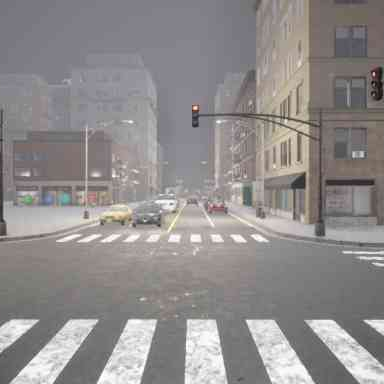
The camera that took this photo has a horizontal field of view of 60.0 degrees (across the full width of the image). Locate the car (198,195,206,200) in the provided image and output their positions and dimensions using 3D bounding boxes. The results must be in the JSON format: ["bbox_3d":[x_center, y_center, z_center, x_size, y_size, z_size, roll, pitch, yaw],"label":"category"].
[{"bbox_3d":[2.742,1.575,92.042,1.947,1.339,4.313,0,0,0],"label":"car"}]

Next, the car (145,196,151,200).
[{"bbox_3d":[-5.342,1.552,41.095,2.008,1.369,4.403,0,0,0],"label":"car"}]

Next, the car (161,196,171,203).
[{"bbox_3d":[-5.309,1.530,69.235,1.752,1.417,4.829,0,0,0],"label":"car"}]

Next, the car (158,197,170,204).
[{"bbox_3d":[-5.316,1.586,63.743,1.802,1.307,4.206,0,0,0],"label":"car"}]

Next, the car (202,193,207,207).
[{"bbox_3d":[2.683,1.317,41.085,2.192,1.841,5.009,0,0,0],"label":"car"}]

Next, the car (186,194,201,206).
[{"bbox_3d":[0.062,1.508,54.044,1.837,1.490,4.892,0,0,0],"label":"car"}]

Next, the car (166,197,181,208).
[{"bbox_3d":[-2.762,1.550,50.386,2.033,1.411,5.357,0,0,0],"label":"car"}]

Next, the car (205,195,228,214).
[{"bbox_3d":[2.677,1.441,35.423,1.967,1.590,4.097,0,0,0],"label":"car"}]

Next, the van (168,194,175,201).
[{"bbox_3d":[-5.290,1.349,86.390,1.690,1.788,3.998,0,0,0],"label":"van"}]

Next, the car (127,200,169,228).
[{"bbox_3d":[-2.823,1.505,22.328,1.837,1.490,4.892,0,0,0],"label":"car"}]

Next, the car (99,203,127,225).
[{"bbox_3d":[-5.361,1.526,23.939,1.752,1.417,4.829,0,0,0],"label":"car"}]

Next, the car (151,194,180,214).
[{"bbox_3d":[-2.791,1.222,35.905,2.150,2.045,5.566,0,0,0],"label":"car"}]
